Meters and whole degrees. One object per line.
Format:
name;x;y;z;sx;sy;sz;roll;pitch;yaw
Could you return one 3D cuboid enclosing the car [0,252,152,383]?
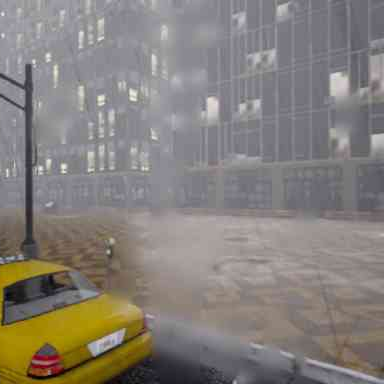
car;-2.771;1.571;4.843;4.829;1.417;1.752;-1;0;35
